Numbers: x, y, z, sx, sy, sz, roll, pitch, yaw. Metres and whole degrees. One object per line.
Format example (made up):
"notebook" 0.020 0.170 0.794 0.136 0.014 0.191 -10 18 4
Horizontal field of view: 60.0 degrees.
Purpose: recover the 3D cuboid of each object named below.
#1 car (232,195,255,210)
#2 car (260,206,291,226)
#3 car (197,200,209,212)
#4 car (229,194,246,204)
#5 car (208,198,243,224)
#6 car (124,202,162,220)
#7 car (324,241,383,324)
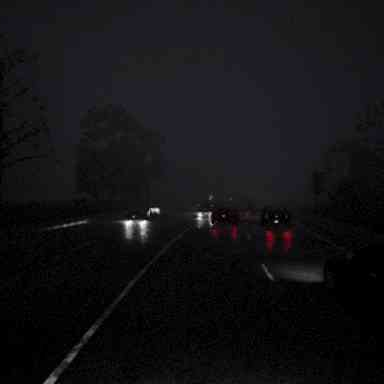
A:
"car" 6.877 1.523 42.456 2.128 1.511 4.902 0 0 17
"car" 5.865 1.625 23.774 1.895 1.301 4.718 0 0 10
"car" 2.047 1.614 39.306 1.895 1.301 4.718 0 0 16
"car" 9.309 1.372 67.615 2.097 1.767 4.553 0 0 26
"car" 2.608 1.492 25.206 1.882 1.535 5.008 0 0 10
"car" -4.078 1.540 28.819 2.033 1.411 5.357 0 0 11
"car" 3.856 1.536 5.711 1.812 1.442 4.674 0 0 2
